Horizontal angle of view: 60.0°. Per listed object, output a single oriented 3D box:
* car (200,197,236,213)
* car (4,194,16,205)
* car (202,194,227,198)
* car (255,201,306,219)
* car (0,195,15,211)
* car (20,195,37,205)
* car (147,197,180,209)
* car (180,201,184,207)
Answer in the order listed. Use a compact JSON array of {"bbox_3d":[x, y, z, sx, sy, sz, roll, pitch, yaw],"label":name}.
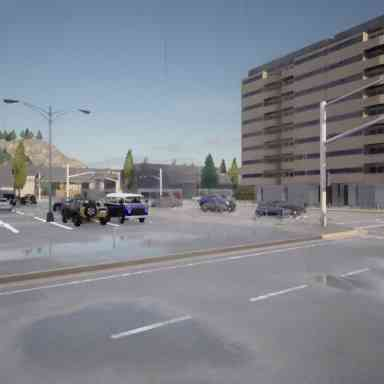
[{"bbox_3d":[2.855,1.619,37.105,1.994,1.385,4.181,0,0,-35],"label":"car"},{"bbox_3d":[-29.647,1.212,53.739,1.905,1.878,3.866,0,0,-35],"label":"car"},{"bbox_3d":[3.224,1.277,42.621,2.150,2.045,5.566,0,0,-35],"label":"car"},{"bbox_3d":[7.722,1.619,30.253,1.994,1.385,4.181,0,0,-35],"label":"car"},{"bbox_3d":[-21.785,1.451,37.908,1.970,1.475,3.806,0,0,-35],"label":"car"},{"bbox_3d":[-27.251,1.209,55.363,1.932,1.855,4.605,0,0,-35],"label":"car"},{"bbox_3d":[-4.036,1.619,46.798,1.994,1.385,4.181,0,0,-36],"label":"car"},{"bbox_3d":[-3.212,1.555,51.701,1.837,1.490,4.892,0,2,-35],"label":"car"}]
